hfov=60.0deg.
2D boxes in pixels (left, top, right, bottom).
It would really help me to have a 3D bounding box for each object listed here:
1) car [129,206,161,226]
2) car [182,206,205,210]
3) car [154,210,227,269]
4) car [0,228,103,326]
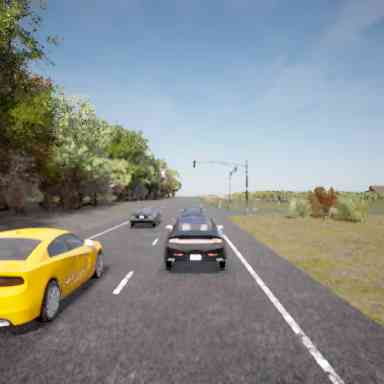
[{"bbox_3d":[-3.392,1.746,24.904,2.033,1.411,5.357,0,0,0],"label":"car"},{"bbox_3d":[0.107,1.766,25.296,1.994,1.385,4.181,0,0,0],"label":"car"},{"bbox_3d":[0.102,1.583,11.443,2.128,1.511,4.902,0,-1,0],"label":"car"},{"bbox_3d":[-3.402,1.538,7.330,1.882,1.535,5.008,0,0,0],"label":"car"}]
